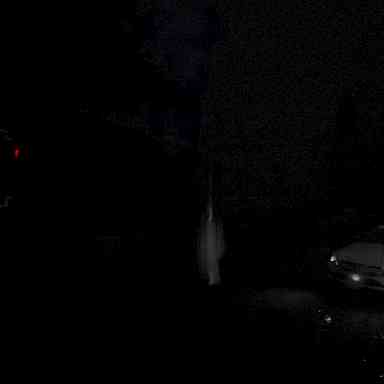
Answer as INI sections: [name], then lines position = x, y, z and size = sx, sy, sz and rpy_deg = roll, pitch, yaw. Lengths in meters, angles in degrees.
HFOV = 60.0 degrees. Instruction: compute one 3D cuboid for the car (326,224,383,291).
[car]
position = 5.355, 1.545, 8.416
size = 4.674, 1.442, 1.812
rpy_deg = 0, 0, -36
